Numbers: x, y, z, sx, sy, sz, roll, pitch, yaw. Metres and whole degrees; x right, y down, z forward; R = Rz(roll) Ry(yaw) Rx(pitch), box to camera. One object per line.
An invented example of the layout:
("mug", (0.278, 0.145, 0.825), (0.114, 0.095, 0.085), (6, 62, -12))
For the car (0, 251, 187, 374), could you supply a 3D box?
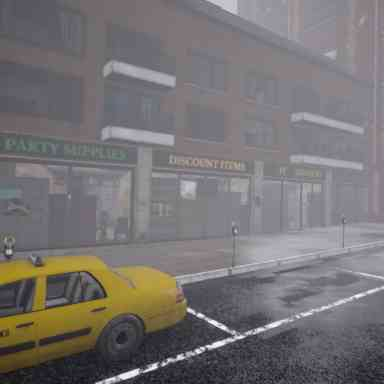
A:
("car", (-2.356, 1.526, 4.394), (4.829, 1.417, 1.752), (0, 2, -35))
